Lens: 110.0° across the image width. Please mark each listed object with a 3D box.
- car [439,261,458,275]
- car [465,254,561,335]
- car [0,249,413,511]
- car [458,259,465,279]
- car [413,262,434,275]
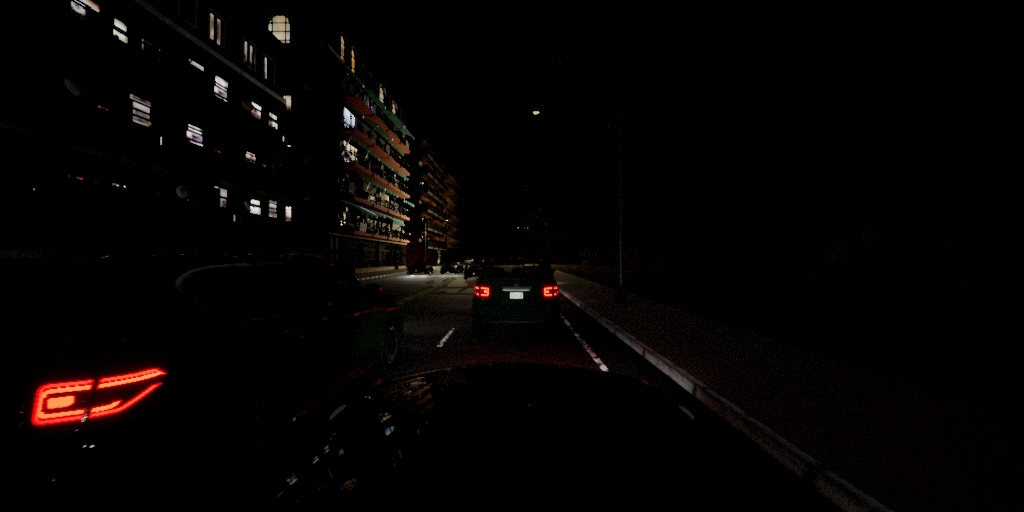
[{"bbox_3d":[-6.503,1.294,39.056,2.033,1.411,5.357,0,0,0],"label":"car"},{"bbox_3d":[0.116,0.972,10.654,2.150,2.045,5.566,0,0,0],"label":"car"},{"bbox_3d":[-3.146,0.969,4.499,2.150,2.045,5.566,0,0,0],"label":"car"},{"bbox_3d":[-3.074,1.240,31.554,2.128,1.511,4.902,0,0,0],"label":"car"},{"bbox_3d":[-9.757,1.311,38.448,1.994,1.385,4.181,0,0,0],"label":"car"}]
